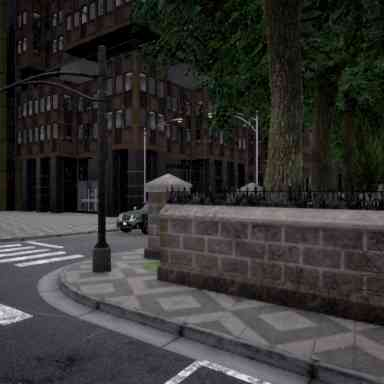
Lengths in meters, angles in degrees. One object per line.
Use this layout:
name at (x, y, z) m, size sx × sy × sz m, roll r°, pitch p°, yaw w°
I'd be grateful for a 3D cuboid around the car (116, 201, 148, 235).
car at (-2.395, 1.583, 22.018) m, size 2.150 × 2.045 × 5.566 m, roll 0°, pitch -1°, yaw 35°
